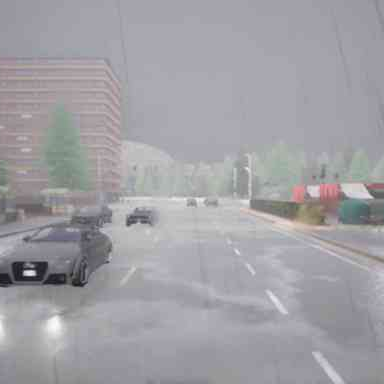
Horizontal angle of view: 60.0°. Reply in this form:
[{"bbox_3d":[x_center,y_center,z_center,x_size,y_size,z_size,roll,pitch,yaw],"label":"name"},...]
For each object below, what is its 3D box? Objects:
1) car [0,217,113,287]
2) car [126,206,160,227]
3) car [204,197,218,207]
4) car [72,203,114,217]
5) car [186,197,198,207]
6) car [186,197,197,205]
[{"bbox_3d":[-3.585,1.613,9.336,1.994,1.385,4.181,0,0,0],"label":"car"},{"bbox_3d":[-3.499,1.725,24.156,1.895,1.301,4.718,0,0,0],"label":"car"},{"bbox_3d":[3.505,1.870,59.182,1.812,1.442,4.674,0,0,0],"label":"car"},{"bbox_3d":[-7.002,1.603,23.812,1.882,1.535,5.008,0,-1,0],"label":"car"},{"bbox_3d":[0.006,1.896,59.147,2.033,1.411,5.357,0,0,0],"label":"car"},{"bbox_3d":[-0.088,1.877,69.561,2.128,1.511,4.902,0,0,1],"label":"car"}]
